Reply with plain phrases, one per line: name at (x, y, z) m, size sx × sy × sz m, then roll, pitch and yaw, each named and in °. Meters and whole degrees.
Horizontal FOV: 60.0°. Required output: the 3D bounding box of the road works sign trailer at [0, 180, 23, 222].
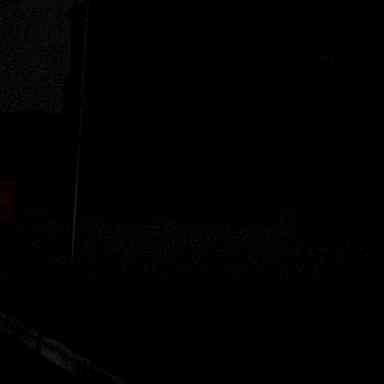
road works sign trailer at (-10.926, 0.514, 17.090) m, size 2.880 × 2.380 × 3.560 m, roll 3°, pitch 3°, yaw -7°
